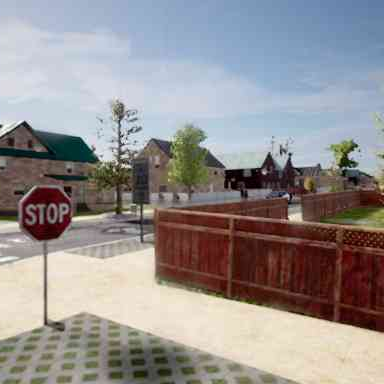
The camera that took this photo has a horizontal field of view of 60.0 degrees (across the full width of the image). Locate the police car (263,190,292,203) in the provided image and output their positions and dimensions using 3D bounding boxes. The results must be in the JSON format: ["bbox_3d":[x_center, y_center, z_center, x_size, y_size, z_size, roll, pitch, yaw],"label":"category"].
[{"bbox_3d":[9.631,0.602,37.618,2.038,1.542,4.974,-1,1,36],"label":"police car"}]
